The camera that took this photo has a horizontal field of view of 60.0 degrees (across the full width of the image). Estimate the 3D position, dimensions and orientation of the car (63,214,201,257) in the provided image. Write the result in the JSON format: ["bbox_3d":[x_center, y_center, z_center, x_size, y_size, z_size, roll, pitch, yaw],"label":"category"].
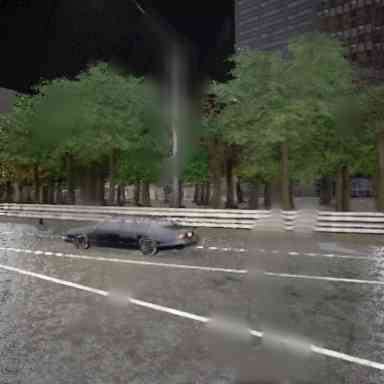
[{"bbox_3d":[-2.377,1.571,12.947,5.357,1.411,2.033,0,0,24],"label":"car"}]
